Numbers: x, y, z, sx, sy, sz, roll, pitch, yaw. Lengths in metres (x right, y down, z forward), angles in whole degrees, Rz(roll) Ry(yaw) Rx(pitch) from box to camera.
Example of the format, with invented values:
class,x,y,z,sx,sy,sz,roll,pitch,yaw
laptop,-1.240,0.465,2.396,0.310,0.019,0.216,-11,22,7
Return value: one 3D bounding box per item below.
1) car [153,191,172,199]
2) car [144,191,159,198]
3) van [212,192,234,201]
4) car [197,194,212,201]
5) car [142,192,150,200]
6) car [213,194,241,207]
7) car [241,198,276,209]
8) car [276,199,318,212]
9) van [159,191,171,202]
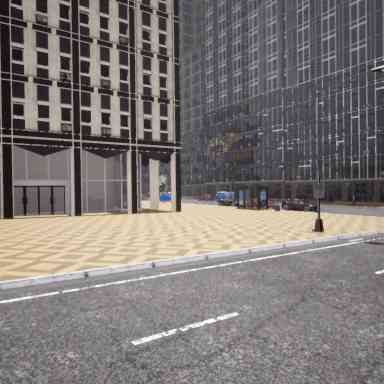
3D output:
class,x,y,z,sx,sy,sz,roll,pitch,yaw
car,-6.960,0.614,78.097,2.192,1.841,5.009,0,1,-34
car,-10.162,0.685,82.794,1.967,1.590,4.097,0,1,-34
van,5.846,0.855,59.312,1.690,1.788,3.998,0,1,-34
car,2.645,1.043,64.011,1.802,1.307,4.206,0,1,-34
car,-10.683,1.039,68.684,2.008,1.369,4.403,0,1,-34
car,5.280,1.319,45.175,1.947,1.339,4.313,0,1,-34
car,8.433,1.388,40.447,1.802,1.307,4.206,0,1,-34
car,11.621,1.423,35.739,1.947,1.339,4.313,0,1,-34
van,-4.279,0.937,59.290,1.690,1.788,3.998,0,1,-34
